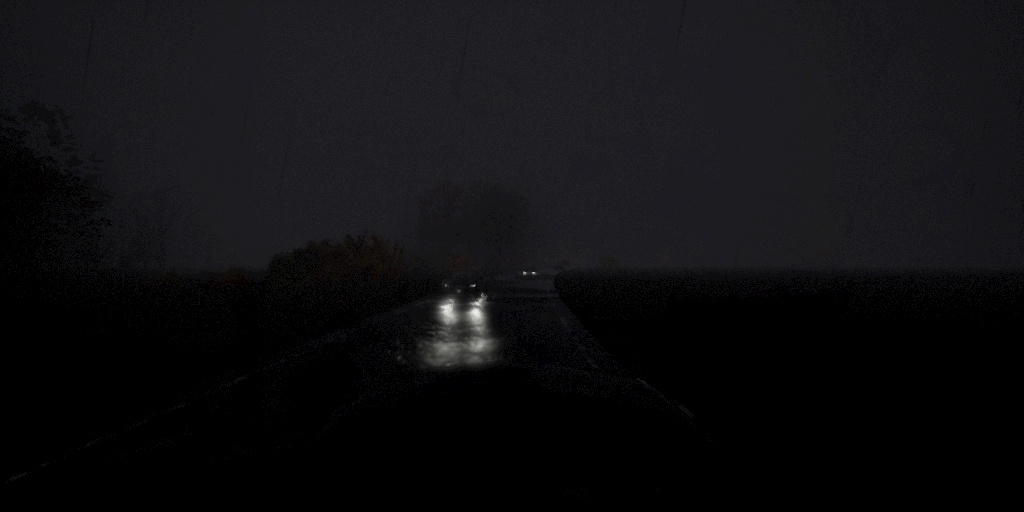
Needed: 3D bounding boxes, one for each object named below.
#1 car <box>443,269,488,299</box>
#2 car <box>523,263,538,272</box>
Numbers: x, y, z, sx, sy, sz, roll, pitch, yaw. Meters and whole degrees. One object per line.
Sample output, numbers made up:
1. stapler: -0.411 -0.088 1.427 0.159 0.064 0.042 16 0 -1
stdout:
1. car: -2.454 1.469 19.879 1.812 1.442 4.674 0 -1 4
2. car: 3.124 1.862 60.514 1.882 1.535 5.008 0 -1 12
